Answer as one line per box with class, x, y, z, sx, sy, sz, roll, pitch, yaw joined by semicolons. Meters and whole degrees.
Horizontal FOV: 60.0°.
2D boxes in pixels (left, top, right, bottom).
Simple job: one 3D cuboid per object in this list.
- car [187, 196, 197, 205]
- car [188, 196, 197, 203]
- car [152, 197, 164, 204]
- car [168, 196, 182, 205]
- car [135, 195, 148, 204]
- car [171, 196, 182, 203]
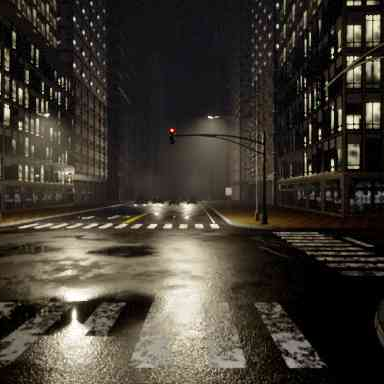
car;0.024;1.647;60.100;2.033;1.411;5.357;0;0;0
car;0.029;1.582;70.548;1.895;1.301;4.718;0;0;0
car;-6.474;1.679;64.271;1.994;1.385;4.181;0;0;0
car;-3.226;1.646;59.684;2.033;1.411;5.357;0;0;0
car;-9.724;1.467;64.302;2.097;1.767;4.553;0;0;0
car;-3.222;1.522;70.103;1.994;1.385;4.181;0;0;0
